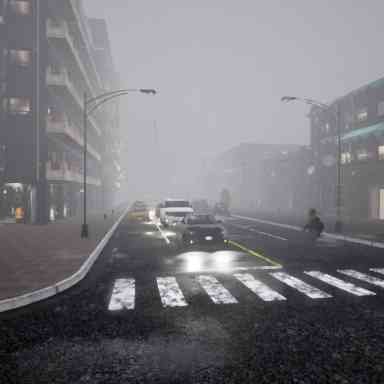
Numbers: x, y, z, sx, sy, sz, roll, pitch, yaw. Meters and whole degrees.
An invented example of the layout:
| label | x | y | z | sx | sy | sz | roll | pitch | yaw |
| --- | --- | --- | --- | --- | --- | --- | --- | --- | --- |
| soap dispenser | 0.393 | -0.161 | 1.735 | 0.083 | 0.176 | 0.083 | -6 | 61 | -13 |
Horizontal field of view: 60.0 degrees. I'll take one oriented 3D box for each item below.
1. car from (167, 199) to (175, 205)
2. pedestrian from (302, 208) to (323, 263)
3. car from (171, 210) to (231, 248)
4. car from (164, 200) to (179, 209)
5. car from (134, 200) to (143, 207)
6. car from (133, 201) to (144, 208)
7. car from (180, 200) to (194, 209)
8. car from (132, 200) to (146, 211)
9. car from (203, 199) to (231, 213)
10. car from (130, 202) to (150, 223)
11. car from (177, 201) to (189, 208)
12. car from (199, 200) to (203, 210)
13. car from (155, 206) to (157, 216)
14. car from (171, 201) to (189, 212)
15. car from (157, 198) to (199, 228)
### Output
| label | x | y | z | sx | sy | sz | roll | pitch | yaw |
| --- | --- | --- | --- | --- | --- | --- | --- | --- | --- |
| car | -5.564 | 2.583 | 86.873 | 1.752 | 1.417 | 4.829 | -1 | -1 | -9 |
| pedestrian | 4.064 | 1.425 | 11.165 | 0.375 | 1.860 | 0.375 | -1 | 0 | -9 |
| car | 0.368 | 1.748 | 15.676 | 1.994 | 1.385 | 4.181 | 0 | -1 | -9 |
| car | -3.709 | 2.213 | 59.852 | 2.128 | 1.511 | 4.902 | 0 | -1 | -9 |
| car | -11.026 | 2.372 | 68.562 | 1.887 | 1.381 | 4.507 | -1 | -1 | -9 |
| car | -10.098 | 2.323 | 62.961 | 1.947 | 1.339 | 4.313 | -1 | -1 | -9 |
| car | -0.927 | 2.236 | 58.870 | 1.752 | 1.417 | 4.829 | -1 | -1 | -9 |
| car | -8.250 | 2.060 | 51.760 | 1.967 | 1.590 | 4.097 | -1 | -1 | -9 |
| car | 2.831 | 1.875 | 36.305 | 1.967 | 1.590 | 4.097 | -1 | -1 | -9 |
| car | -4.579 | 1.870 | 29.177 | 1.752 | 1.417 | 4.829 | -1 | -1 | -9 |
| car | -1.826 | 2.360 | 64.302 | 1.802 | 1.307 | 4.206 | -1 | -1 | -9 |
| car | 1.884 | 2.085 | 41.899 | 1.802 | 1.307 | 4.206 | -1 | -1 | -9 |
| car | -2.878 | 1.899 | 35.373 | 1.882 | 1.535 | 5.008 | 0 | -1 | -9 |
| car | -1.831 | 2.073 | 48.539 | 2.128 | 1.511 | 4.902 | 0 | -1 | -9 |
| car | -1.187 | 1.518 | 25.072 | 2.150 | 2.045 | 5.566 | 0 | -1 | -9 |
